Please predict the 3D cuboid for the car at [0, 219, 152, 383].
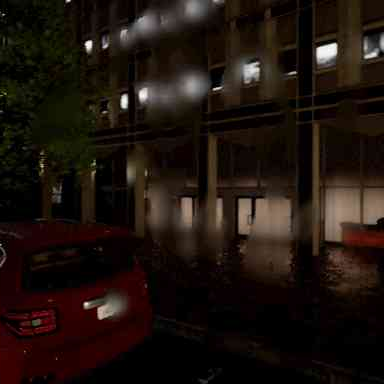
[{"bbox_3d":[-2.822,1.330,4.890,5.009,1.841,2.192,0,0,36],"label":"car"}]
